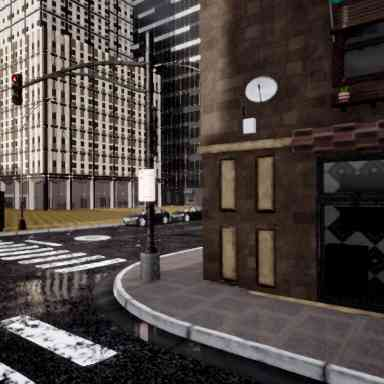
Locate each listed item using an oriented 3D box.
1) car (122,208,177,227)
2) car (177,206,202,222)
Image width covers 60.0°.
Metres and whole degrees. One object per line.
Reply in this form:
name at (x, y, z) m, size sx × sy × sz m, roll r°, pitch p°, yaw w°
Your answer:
car at (-3.500, 1.893, 25.909) m, size 2.008 × 1.369 × 4.403 m, roll -2°, pitch -2°, yaw 35°
car at (-0.296, 1.974, 30.465) m, size 2.008 × 1.369 × 4.403 m, roll -2°, pitch -2°, yaw 35°
